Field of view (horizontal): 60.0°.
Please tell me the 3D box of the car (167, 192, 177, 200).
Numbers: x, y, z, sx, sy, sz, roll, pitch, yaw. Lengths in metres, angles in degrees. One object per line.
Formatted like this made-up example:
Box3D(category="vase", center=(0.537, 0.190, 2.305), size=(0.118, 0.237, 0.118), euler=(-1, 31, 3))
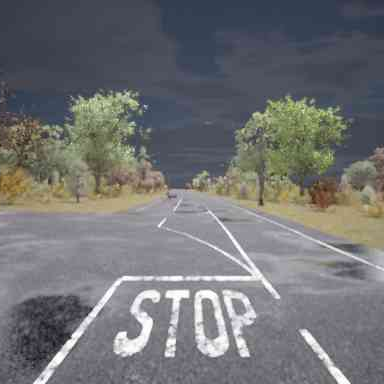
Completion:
Box3D(category="car", center=(-3.848, 0.732, 65.850), size=(2.033, 1.411, 5.357), euler=(0, 1, -1))
